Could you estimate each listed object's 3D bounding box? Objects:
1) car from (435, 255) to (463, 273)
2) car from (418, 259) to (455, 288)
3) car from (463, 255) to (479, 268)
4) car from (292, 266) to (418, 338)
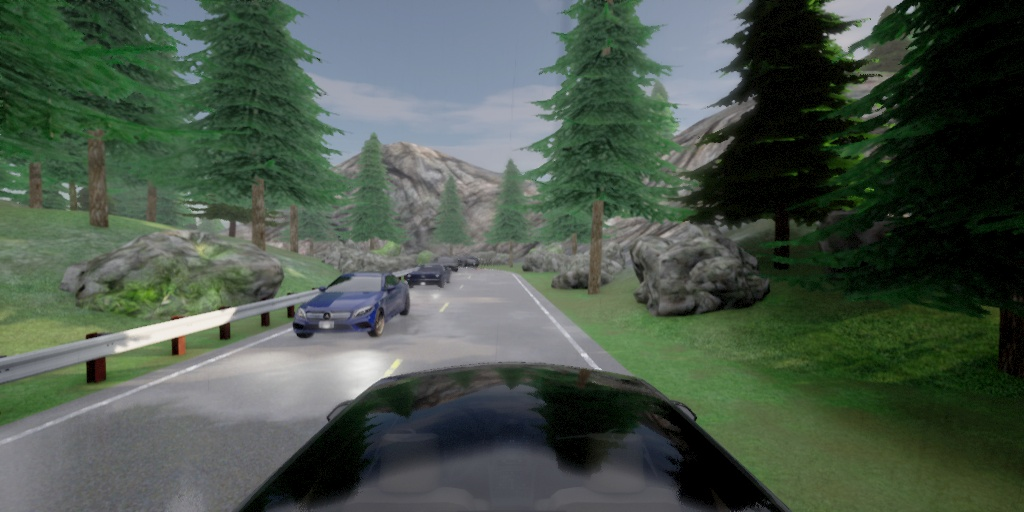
[{"bbox_3d":[-6.296,0.773,33.544,1.837,1.490,4.892,0,2,-22],"label":"car"},{"bbox_3d":[-4.666,1.075,20.608,1.895,1.301,4.718,0,1,-3],"label":"car"},{"bbox_3d":[-5.792,0.642,41.890,2.128,1.511,4.902,1,0,-40],"label":"car"},{"bbox_3d":[-4.104,1.169,9.968,1.812,1.442,4.674,0,1,-4],"label":"car"}]
